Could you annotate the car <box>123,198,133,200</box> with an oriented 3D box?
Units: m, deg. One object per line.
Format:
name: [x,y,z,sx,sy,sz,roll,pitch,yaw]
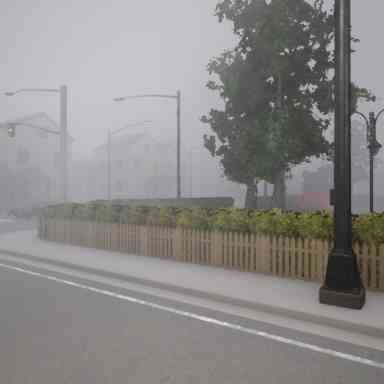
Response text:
car: [-7.286,1.490,37.992,2.128,1.511,4.902,0,0,35]

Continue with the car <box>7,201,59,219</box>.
car: [-13.231,1.546,29.448,2.033,1.411,5.357,0,0,35]
